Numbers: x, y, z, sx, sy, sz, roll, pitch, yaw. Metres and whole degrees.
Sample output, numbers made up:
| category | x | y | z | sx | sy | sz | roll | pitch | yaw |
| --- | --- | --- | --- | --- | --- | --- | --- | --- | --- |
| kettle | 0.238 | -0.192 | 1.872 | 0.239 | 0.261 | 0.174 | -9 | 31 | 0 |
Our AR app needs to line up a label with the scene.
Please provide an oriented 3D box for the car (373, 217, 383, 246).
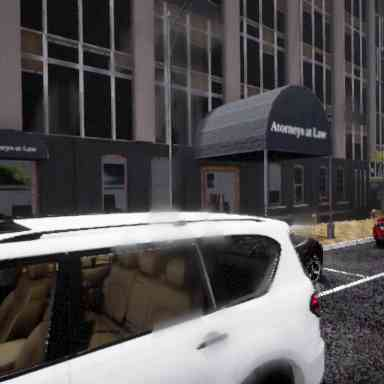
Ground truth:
| category | x | y | z | sx | sy | sz | roll | pitch | yaw |
| --- | --- | --- | --- | --- | --- | --- | --- | --- | --- |
| car | 9.650 | 1.305 | 14.066 | 5.009 | 1.841 | 2.192 | 0 | -1 | -37 |

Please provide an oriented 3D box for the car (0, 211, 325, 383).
| category | x | y | z | sx | sy | sz | roll | pitch | yaw |
| --- | --- | --- | --- | --- | --- | --- | --- | --- | --- |
| car | -1.299 | 1.225 | 2.422 | 5.566 | 2.045 | 2.150 | 1 | 0 | -37 |

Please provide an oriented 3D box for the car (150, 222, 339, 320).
| category | x | y | z | sx | sy | sz | roll | pitch | yaw |
| --- | --- | --- | --- | --- | --- | --- | --- | --- | --- |
| car | 1.380 | 1.562 | 7.856 | 4.313 | 1.339 | 1.947 | 0 | -1 | -37 |
